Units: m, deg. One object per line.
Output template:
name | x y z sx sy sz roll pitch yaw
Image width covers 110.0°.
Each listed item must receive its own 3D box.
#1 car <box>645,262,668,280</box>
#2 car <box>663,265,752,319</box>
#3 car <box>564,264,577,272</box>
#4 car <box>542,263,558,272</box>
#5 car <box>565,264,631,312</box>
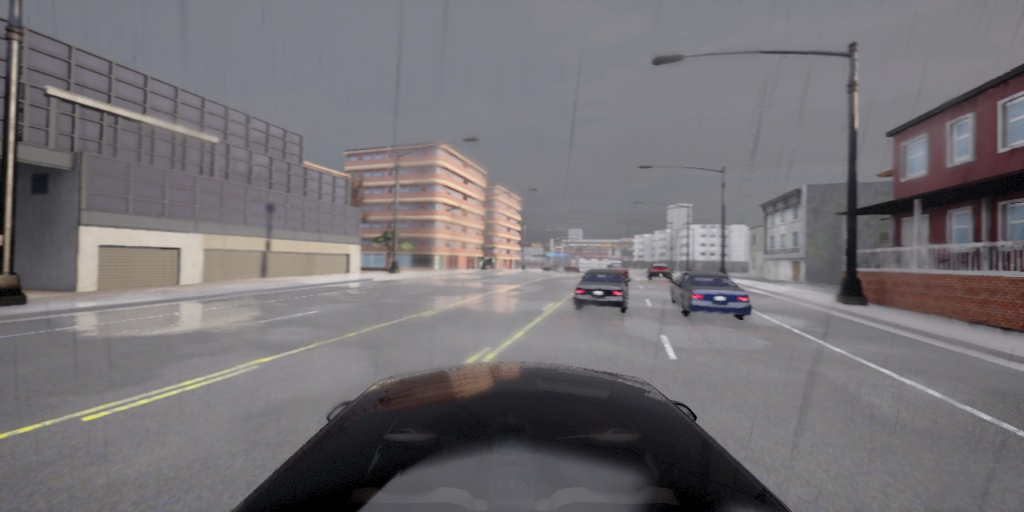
car | 12.735 1.293 31.155 1.837 1.490 4.892 1 0 18
car | 6.921 1.276 12.965 2.033 1.411 5.357 1 1 18
car | 9.184 1.908 55.149 1.895 1.301 4.718 1 -2 18
car | 6.190 1.799 57.256 1.837 1.490 4.892 1 -2 18
car | 3.587 1.221 14.028 2.033 1.411 5.357 1 1 18
